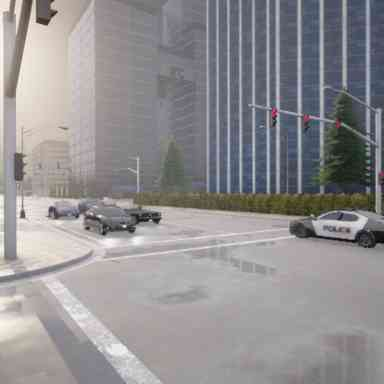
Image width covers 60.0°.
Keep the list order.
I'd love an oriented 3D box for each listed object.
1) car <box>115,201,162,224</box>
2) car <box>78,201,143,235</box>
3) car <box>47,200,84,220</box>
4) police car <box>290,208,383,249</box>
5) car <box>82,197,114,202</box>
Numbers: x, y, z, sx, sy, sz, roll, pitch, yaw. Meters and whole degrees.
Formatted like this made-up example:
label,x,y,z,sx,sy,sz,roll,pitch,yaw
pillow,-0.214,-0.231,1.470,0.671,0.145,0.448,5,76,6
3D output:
label,x,y,z,sx,sy,sz,roll,pitch,yaw
car,-4.017,1.613,24.244,1.895,1.301,4.718,0,0,-34
car,-4.845,1.529,19.203,1.837,1.490,4.892,0,0,-34
car,-11.029,1.548,28.408,1.812,1.442,4.674,0,0,-34
police car,6.685,1.490,14.788,2.038,1.542,4.974,0,0,-34
car,-9.816,1.362,32.890,2.097,1.767,4.553,0,0,-34
